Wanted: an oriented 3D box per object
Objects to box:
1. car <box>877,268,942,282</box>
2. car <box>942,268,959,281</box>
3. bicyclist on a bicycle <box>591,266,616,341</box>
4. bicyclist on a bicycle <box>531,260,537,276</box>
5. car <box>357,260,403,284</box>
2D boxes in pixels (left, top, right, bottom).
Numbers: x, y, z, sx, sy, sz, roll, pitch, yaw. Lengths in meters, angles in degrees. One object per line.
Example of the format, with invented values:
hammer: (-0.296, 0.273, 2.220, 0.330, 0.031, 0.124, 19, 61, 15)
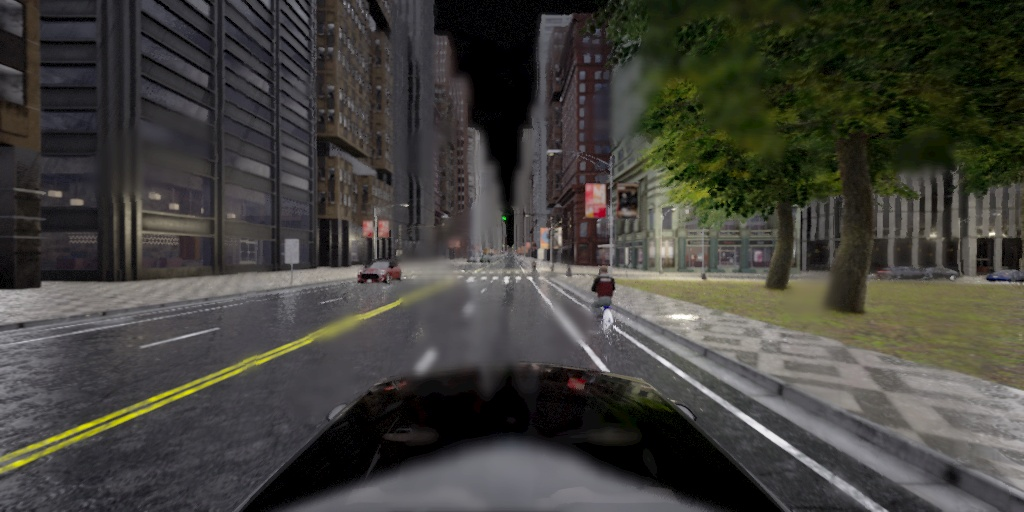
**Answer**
car: (42.083, 2.022, 38.422, 4.902, 1.511, 2.128, 1, 0, -1)
car: (48.737, 2.107, 41.621, 4.892, 1.490, 1.837, 1, 0, -1)
bicyclist on a bicycle: (2.251, 1.126, 8.987, 0.659, 1.776, 1.843, 0, 0, 0)
bicyclist on a bicycle: (2.278, 1.271, 37.068, 0.582, 1.620, 1.656, 1, 0, 0)
car: (-9.786, 1.134, 26.903, 2.097, 1.767, 4.553, 0, 0, 1)
